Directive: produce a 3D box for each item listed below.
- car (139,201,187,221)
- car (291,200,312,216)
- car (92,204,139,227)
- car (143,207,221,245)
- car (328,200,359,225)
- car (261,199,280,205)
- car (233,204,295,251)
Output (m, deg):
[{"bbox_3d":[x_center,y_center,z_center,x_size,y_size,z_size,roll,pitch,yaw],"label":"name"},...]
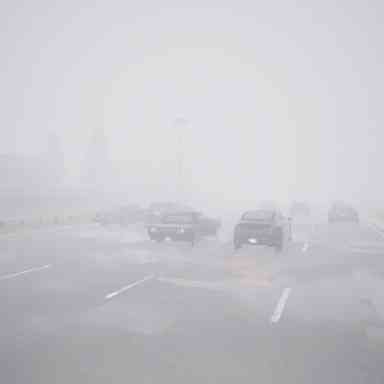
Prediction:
[{"bbox_3d":[-1.272,1.352,21.995,2.097,1.767,4.553,0,0,22],"label":"car"},{"bbox_3d":[10.856,1.490,33.128,2.128,1.511,4.902,0,0,22],"label":"car"},{"bbox_3d":[-4.606,1.547,23.101,2.033,1.411,5.357,0,0,23],"label":"car"},{"bbox_3d":[-0.132,1.601,15.549,1.895,1.301,4.718,0,0,22],"label":"car"},{"bbox_3d":[11.138,1.564,24.582,1.994,1.385,4.181,0,0,22],"label":"car"},{"bbox_3d":[8.674,1.526,37.036,1.812,1.442,4.674,0,0,22],"label":"car"},{"bbox_3d":[3.127,1.505,14.270,1.837,1.490,4.892,0,0,22],"label":"car"}]
